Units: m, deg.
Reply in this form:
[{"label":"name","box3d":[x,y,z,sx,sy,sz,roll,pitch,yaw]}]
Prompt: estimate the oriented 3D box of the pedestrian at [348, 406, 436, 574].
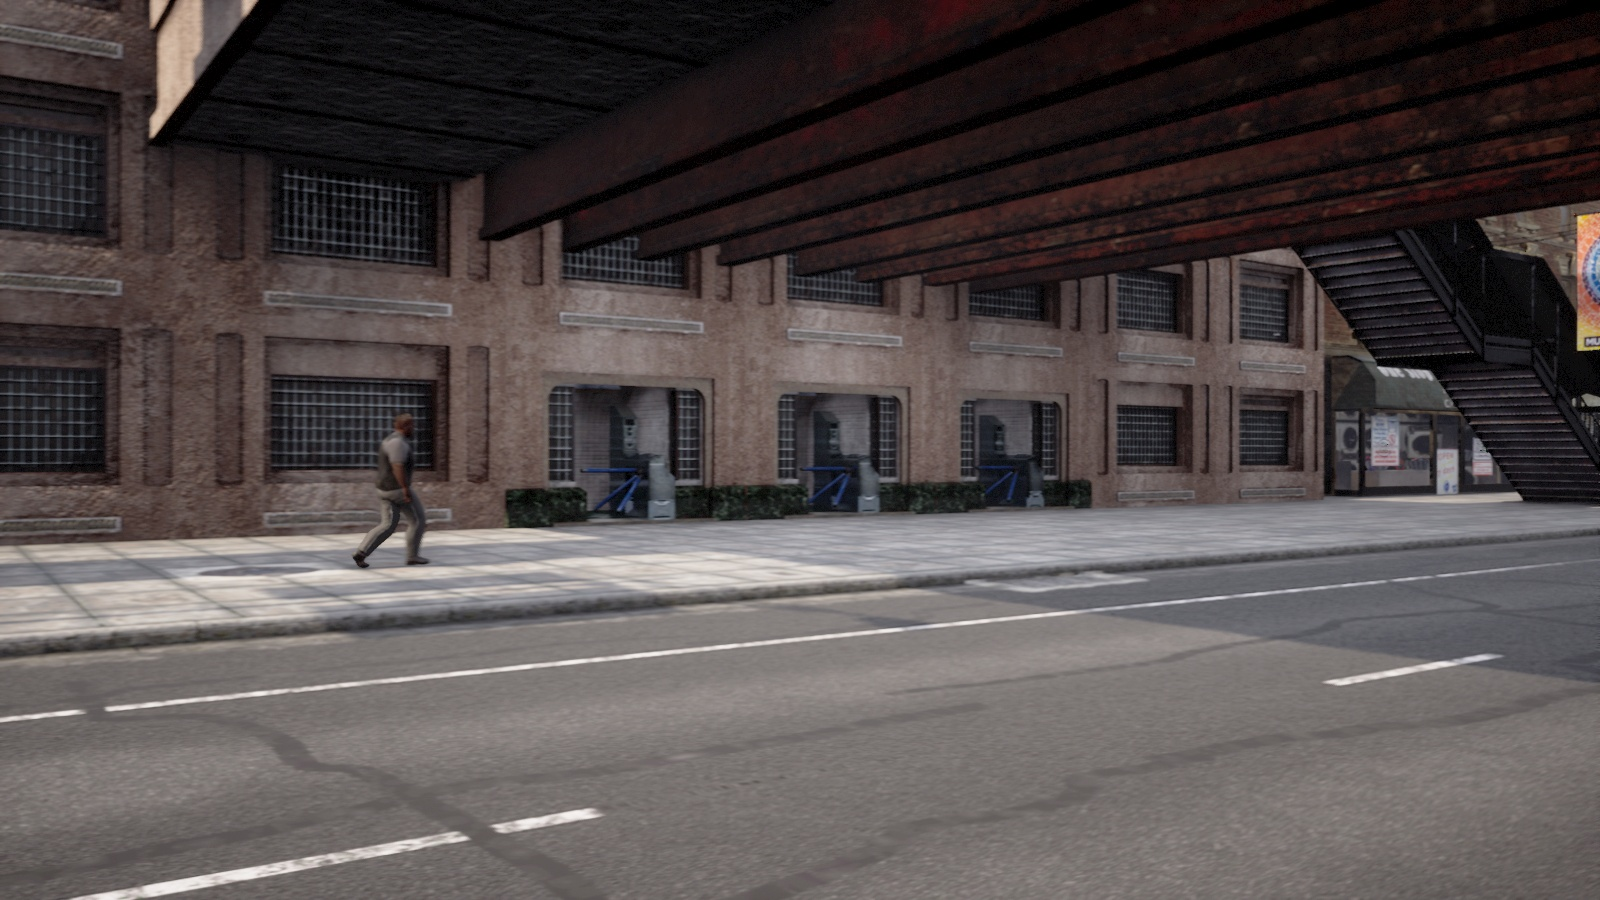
[{"label":"pedestrian","box3d":[-4.704,0.447,14.465,0.849,1.883,0.563,0,0,-33]}]
